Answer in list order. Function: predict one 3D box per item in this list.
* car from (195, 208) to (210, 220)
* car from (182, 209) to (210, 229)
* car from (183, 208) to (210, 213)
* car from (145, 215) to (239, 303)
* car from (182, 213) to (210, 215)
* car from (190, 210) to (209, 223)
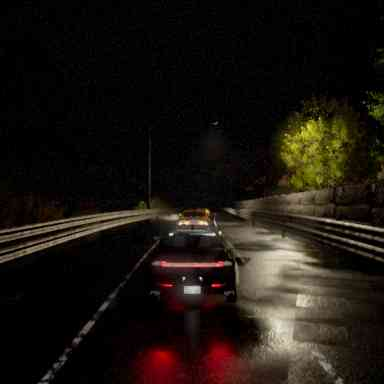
[{"bbox_3d":[1.492,2.960,46.010,1.882,1.535,5.008,0,-3,4],"label":"car"},{"bbox_3d":[0.383,2.166,27.574,2.128,1.511,4.902,0,-2,2],"label":"car"},{"bbox_3d":[0.167,1.854,20.391,1.882,1.535,5.008,0,-2,1],"label":"car"},{"bbox_3d":[0.012,1.551,8.293,2.128,1.511,4.902,0,-1,0],"label":"car"},{"bbox_3d":[0.062,1.788,14.522,1.895,1.301,4.718,0,-2,1],"label":"car"},{"bbox_3d":[0.880,2.658,36.320,1.895,1.301,4.718,0,-3,3],"label":"car"}]
